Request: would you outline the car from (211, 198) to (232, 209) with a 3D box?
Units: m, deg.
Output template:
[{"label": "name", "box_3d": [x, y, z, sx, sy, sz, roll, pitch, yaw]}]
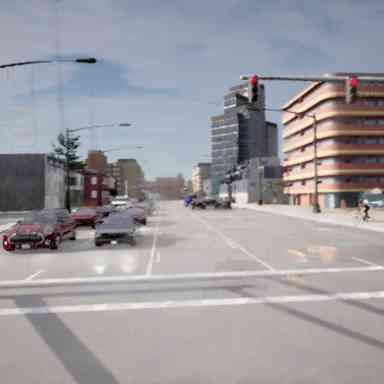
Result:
[{"label": "car", "box_3d": [4.477, 1.706, 48.081, 2.128, 1.511, 4.902, -1, 0, -5]}]

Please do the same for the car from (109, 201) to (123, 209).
[{"label": "car", "box_3d": [-8.567, 1.957, 34.039, 1.994, 1.385, 4.181, -1, 0, -5]}]

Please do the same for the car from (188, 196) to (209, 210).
[{"label": "car", "box_3d": [0.907, 1.771, 48.249, 1.837, 1.490, 4.892, -1, 0, -4]}]

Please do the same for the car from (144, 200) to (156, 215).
[{"label": "car", "box_3d": [-5.262, 1.873, 36.519, 1.812, 1.442, 4.674, -1, 0, -5]}]

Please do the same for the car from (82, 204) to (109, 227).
[{"label": "car", "box_3d": [-7.809, 1.851, 24.981, 1.882, 1.535, 5.008, -1, 0, -5]}]

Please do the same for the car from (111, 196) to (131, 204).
[{"label": "car", "box_3d": [-9.441, 1.634, 44.624, 2.150, 2.045, 5.566, -1, 0, -4]}]

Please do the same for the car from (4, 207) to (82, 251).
[{"label": "car", "box_3d": [-7.031, 1.675, 15.912, 2.097, 1.767, 4.553, -1, 0, -5]}]

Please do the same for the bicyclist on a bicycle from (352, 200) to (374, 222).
[{"label": "bicyclist on a bicycle", "box_3d": [12.337, 1.379, 24.011, 1.656, 1.620, 0.582, -1, 0, -5]}]

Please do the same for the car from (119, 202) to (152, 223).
[{"label": "car", "box_3d": [-4.424, 1.853, 26.533, 1.812, 1.442, 4.674, -1, 0, -5]}]

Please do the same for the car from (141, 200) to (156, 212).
[{"label": "car", "box_3d": [-6.099, 1.871, 46.807, 1.837, 1.490, 4.892, -1, 0, -4]}]

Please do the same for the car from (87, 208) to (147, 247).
[{"label": "car", "box_3d": [-3.622, 1.824, 17.093, 2.033, 1.411, 5.357, -1, 0, -5]}]

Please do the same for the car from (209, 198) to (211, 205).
[{"label": "car", "box_3d": [3.474, 1.752, 58.850, 2.128, 1.511, 4.902, -1, -1, -5]}]

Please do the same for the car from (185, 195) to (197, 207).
[{"label": "car", "box_3d": [0.002, 1.529, 58.153, 2.150, 2.045, 5.566, -1, 0, -5]}]
